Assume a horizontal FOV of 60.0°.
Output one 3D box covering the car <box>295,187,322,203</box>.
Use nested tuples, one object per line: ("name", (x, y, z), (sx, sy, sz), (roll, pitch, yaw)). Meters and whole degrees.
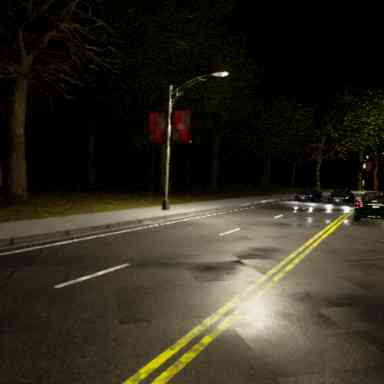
("car", (12.161, 0.247, 34.487), (1.812, 1.442, 4.674), (4, 3, 34))

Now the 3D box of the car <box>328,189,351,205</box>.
("car", (14.497, 0.436, 32.118), (1.812, 1.442, 4.674), (4, 3, 33))

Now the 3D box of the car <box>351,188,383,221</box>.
("car", (10.785, 0.751, 19.426), (2.097, 1.767, 4.553), (4, 3, 30))
